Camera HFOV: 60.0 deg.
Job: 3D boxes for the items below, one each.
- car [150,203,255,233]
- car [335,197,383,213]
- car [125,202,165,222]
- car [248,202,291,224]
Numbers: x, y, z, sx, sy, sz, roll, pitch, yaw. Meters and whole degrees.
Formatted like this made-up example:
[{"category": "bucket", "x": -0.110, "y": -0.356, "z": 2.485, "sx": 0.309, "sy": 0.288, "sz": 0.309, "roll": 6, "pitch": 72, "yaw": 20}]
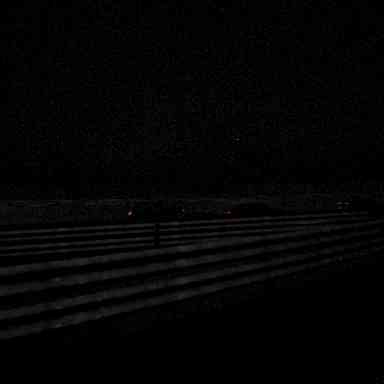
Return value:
[{"category": "car", "x": 0.530, "y": 1.606, "z": 17.996, "sx": 4.902, "sy": 1.511, "sz": 2.128, "roll": -1, "pitch": 0, "yaw": -18}, {"category": "car", "x": 15.428, "y": 1.168, "z": 30.262, "sx": 4.902, "sy": 1.511, "sz": 2.128, "roll": -1, "pitch": 0, "yaw": -18}, {"category": "car", "x": -2.559, "y": 1.488, "z": 24.349, "sx": 4.553, "sy": 1.767, "sz": 2.097, "roll": -2, "pitch": 0, "yaw": -18}, {"category": "car", "x": 4.560, "y": 1.482, "z": 23.006, "sx": 4.892, "sy": 1.490, "sz": 1.837, "roll": -1, "pitch": 0, "yaw": -18}]
